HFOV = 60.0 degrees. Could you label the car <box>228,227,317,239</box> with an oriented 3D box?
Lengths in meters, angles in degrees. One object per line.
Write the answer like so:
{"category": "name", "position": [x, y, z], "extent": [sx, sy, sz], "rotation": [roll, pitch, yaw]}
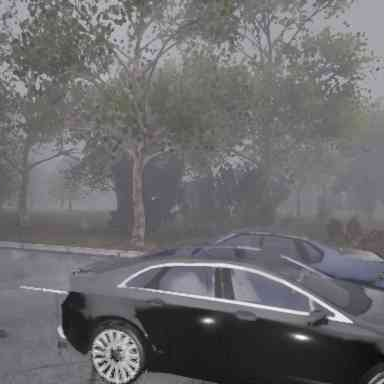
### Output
{"category": "car", "position": [1.481, 1.544, 7.596], "extent": [5.357, 1.411, 2.033], "rotation": [1, 0, 16]}

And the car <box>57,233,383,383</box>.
{"category": "car", "position": [0.739, 1.485, 4.211], "extent": [4.902, 1.511, 2.128], "rotation": [1, 0, 16]}
